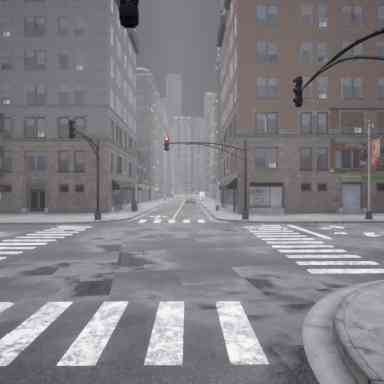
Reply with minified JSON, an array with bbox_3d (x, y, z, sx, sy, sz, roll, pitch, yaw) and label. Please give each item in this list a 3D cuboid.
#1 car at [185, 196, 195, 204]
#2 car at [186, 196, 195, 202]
[{"bbox_3d":[-0.306,1.650,63.698,1.895,1.301,4.718,0,0,0],"label":"car"},{"bbox_3d":[-0.375,1.485,73.703,1.895,1.301,4.718,0,0,0],"label":"car"}]
